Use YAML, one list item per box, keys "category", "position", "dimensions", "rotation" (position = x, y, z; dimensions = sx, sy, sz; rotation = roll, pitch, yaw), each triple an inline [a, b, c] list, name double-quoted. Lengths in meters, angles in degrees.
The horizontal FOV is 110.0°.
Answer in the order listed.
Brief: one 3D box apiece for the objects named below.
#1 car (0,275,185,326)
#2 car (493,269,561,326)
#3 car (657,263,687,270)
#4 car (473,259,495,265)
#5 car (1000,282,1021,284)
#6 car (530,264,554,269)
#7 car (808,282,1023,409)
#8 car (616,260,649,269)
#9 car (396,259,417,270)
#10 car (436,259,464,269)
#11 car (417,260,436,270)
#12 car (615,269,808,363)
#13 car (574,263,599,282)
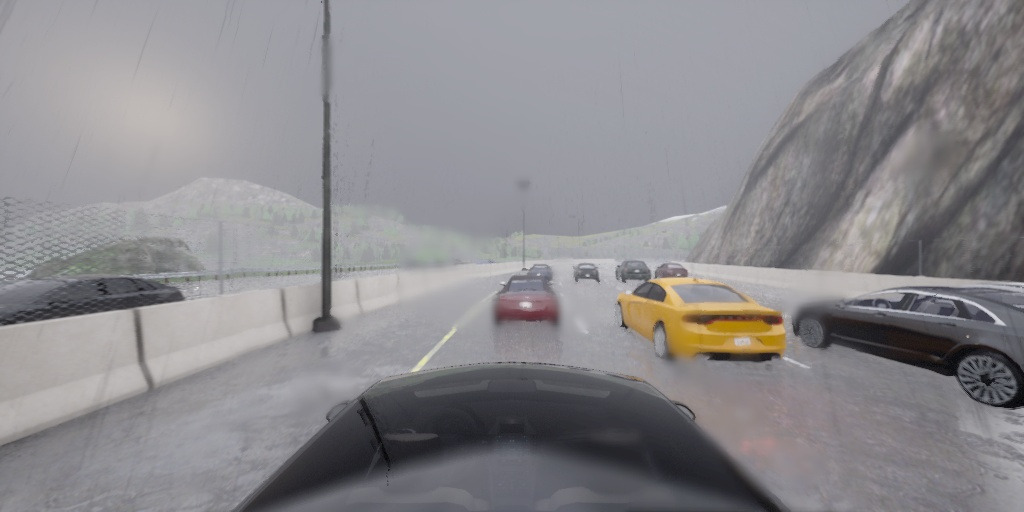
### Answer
- category: "car"
  position: [-10.376, 1.229, 8.230]
  dimensions: [1.837, 1.490, 4.892]
  rotation: [0, 0, 3]
- category: "car"
  position: [0.520, 1.311, 11.748]
  dimensions: [1.994, 1.385, 4.181]
  rotation: [0, 0, 3]
- category: "car"
  position: [13.263, 1.293, 29.938]
  dimensions: [1.812, 1.442, 4.674]
  rotation: [0, 0, 10]
- category: "car"
  position: [-3.858, 1.198, 49.996]
  dimensions: [1.882, 1.535, 5.008]
  rotation: [0, 0, 16]
- category: "car"
  position: [10.798, 1.297, 7.871]
  dimensions: [1.812, 1.442, 4.674]
  rotation: [0, 0, 2]
- category: "car"
  position: [2.294, 1.307, 27.974]
  dimensions: [1.994, 1.385, 4.181]
  rotation: [0, 0, 8]
- category: "car"
  position: [7.249, 1.256, 6.146]
  dimensions: [2.128, 1.511, 4.902]
  rotation: [0, 0, 2]
- category: "car"
  position: [9.406, 1.111, 28.098]
  dimensions: [2.097, 1.767, 4.553]
  rotation: [0, 0, 9]
- category: "car"
  position: [-14.513, 1.189, 50.787]
  dimensions: [2.128, 1.511, 4.902]
  rotation: [0, 0, 15]
- category: "car"
  position: [-7.953, 1.215, 48.225]
  dimensions: [1.837, 1.490, 4.892]
  rotation: [0, 1, 15]
- category: "car"
  position: [-11.014, 1.230, 50.363]
  dimensions: [1.812, 1.442, 4.674]
  rotation: [0, 0, 15]
- category: "car"
  position: [3.826, 1.233, 8.259]
  dimensions: [1.882, 1.535, 5.008]
  rotation: [0, 0, 2]
- category: "car"
  position: [5.988, 1.277, 28.919]
  dimensions: [1.812, 1.442, 4.674]
  rotation: [0, 0, 9]
